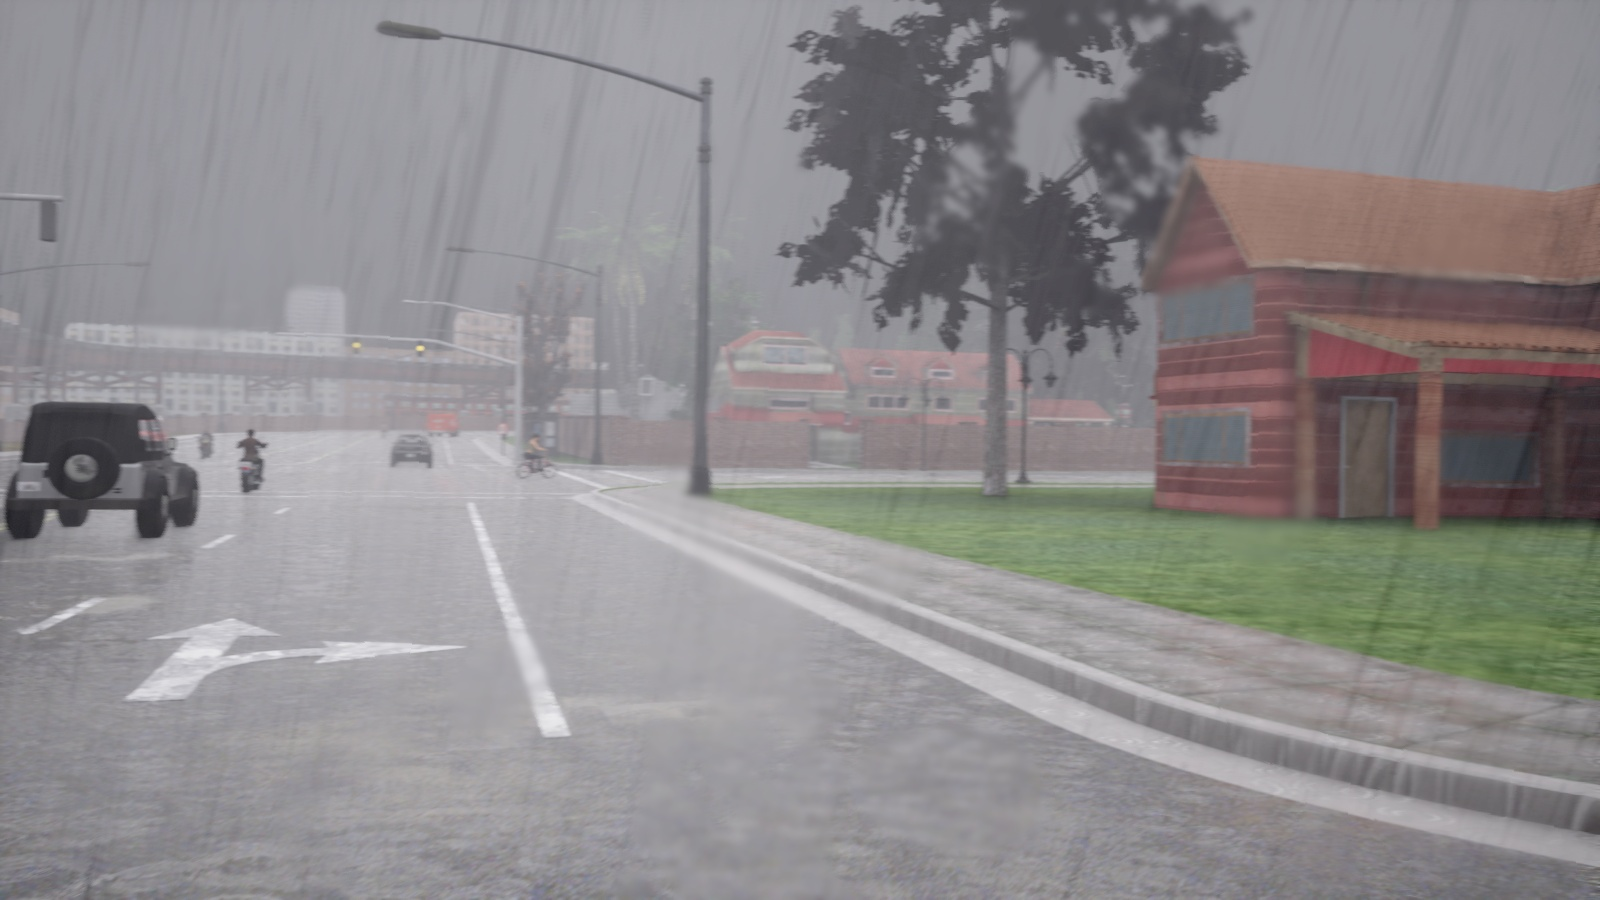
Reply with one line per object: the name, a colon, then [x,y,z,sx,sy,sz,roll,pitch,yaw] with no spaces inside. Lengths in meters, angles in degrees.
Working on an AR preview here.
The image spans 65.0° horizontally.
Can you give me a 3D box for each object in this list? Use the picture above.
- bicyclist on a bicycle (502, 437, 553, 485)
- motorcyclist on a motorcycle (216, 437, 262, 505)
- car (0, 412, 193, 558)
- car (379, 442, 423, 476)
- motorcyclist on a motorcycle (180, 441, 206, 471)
bicyclist on a bicycle: [-9.586,0.385,44.211,1.509,1.612,0.866,-1,3,-34]
motorcyclist on a motorcycle: [-14.334,0.513,32.142,0.766,1.649,2.350,0,0,-17]
car: [-10.185,0.440,18.189,1.905,1.878,3.866,0,0,-17]
car: [-18.156,0.377,57.279,1.816,1.474,4.193,0,1,-17]
motorcyclist on a motorcycle: [-31.439,0.304,65.104,0.866,1.530,2.191,0,1,-17]
